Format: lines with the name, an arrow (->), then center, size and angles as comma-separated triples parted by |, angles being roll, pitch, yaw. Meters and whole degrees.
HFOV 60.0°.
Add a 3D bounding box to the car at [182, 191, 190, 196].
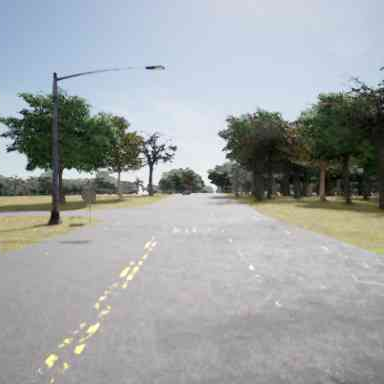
car -> -1.606, 0.312, 86.458 | 1.895, 1.301, 4.718 | 0, 1, 2
